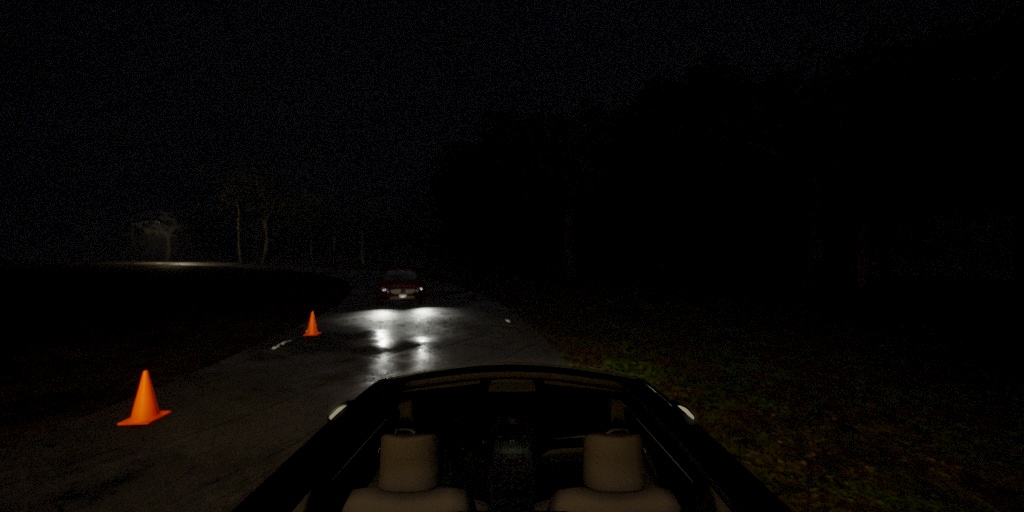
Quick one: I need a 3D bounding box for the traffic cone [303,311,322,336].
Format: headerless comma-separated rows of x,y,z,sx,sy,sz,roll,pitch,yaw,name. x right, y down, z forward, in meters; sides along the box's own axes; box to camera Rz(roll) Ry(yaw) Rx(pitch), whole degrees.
-5.081,1.702,9.125,0.340,0.580,0.340,0,0,-10,traffic cone

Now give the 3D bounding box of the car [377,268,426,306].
-4.948,1.285,15.955,1.812,1.442,4.674,0,0,-19,car

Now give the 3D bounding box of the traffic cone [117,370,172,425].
-4.481,1.694,4.382,0.340,0.580,0.340,0,0,-5,traffic cone
